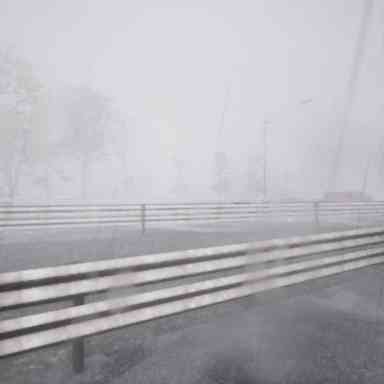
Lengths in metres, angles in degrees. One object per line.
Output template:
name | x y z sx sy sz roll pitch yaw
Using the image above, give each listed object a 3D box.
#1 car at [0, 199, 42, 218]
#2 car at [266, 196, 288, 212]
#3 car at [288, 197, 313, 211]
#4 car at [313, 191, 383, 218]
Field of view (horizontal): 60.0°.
car | -12.863 1.189 23.105 4.674 1.442 1.812 0 0 -24
car | 9.721 1.200 32.978 5.008 1.535 1.882 0 0 -23
car | 11.305 1.247 29.840 4.674 1.442 1.812 0 0 -23
car | 12.910 0.940 26.741 5.566 2.045 2.150 0 0 -23
